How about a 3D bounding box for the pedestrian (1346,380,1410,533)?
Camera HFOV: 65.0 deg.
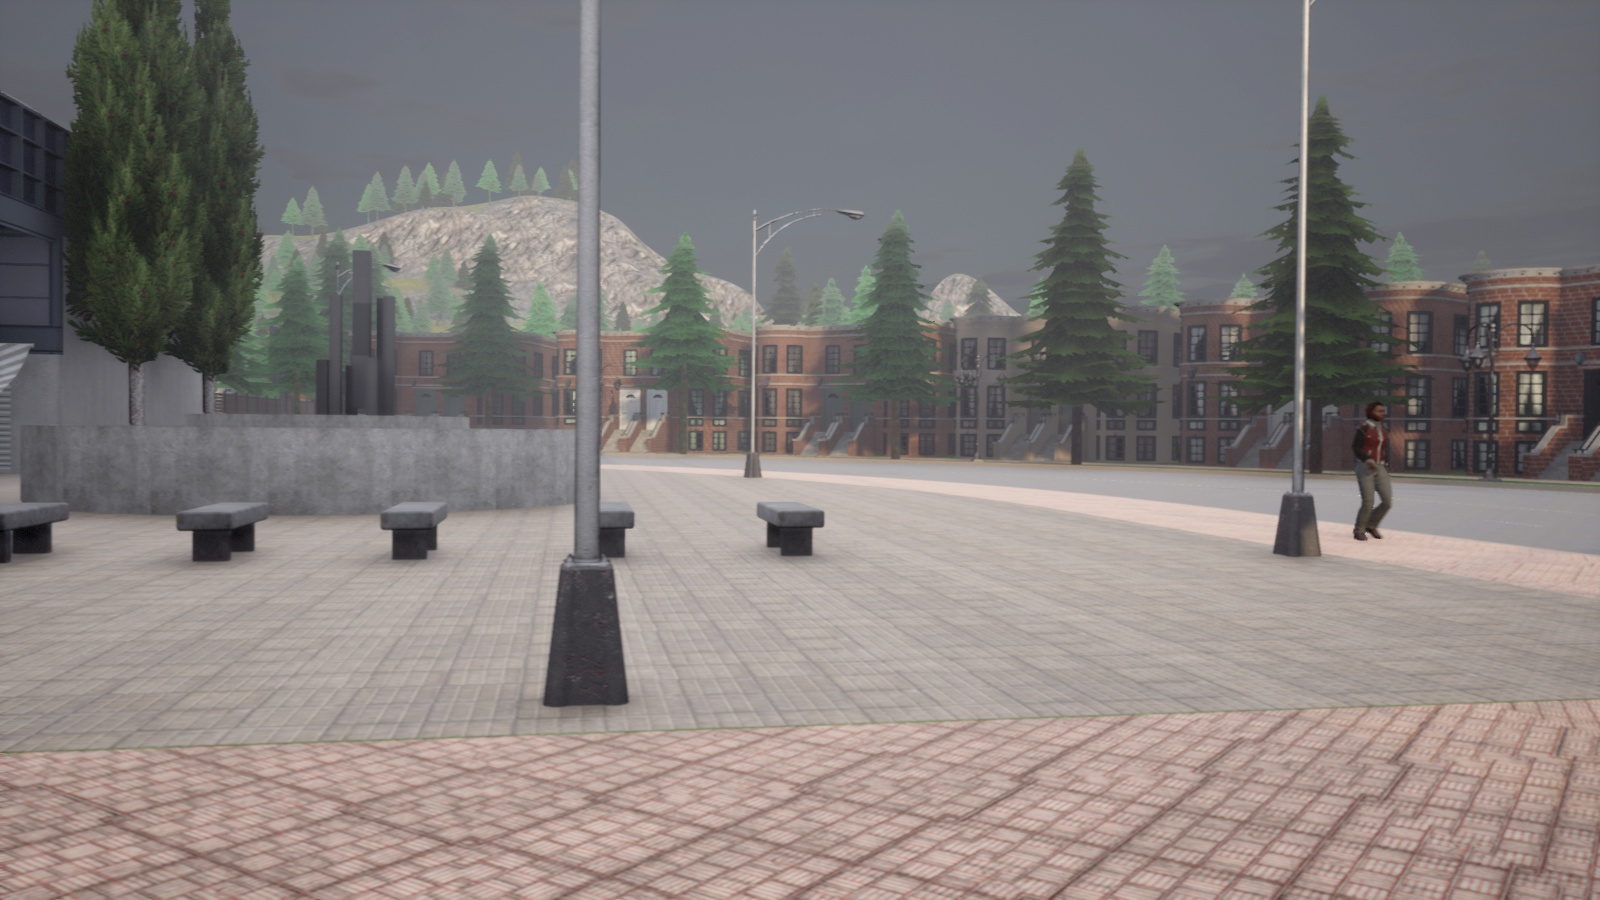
[{"bbox_3d":[7.434,0.078,16.164,0.402,1.930,0.666,-1,1,-17],"label":"pedestrian"}]
